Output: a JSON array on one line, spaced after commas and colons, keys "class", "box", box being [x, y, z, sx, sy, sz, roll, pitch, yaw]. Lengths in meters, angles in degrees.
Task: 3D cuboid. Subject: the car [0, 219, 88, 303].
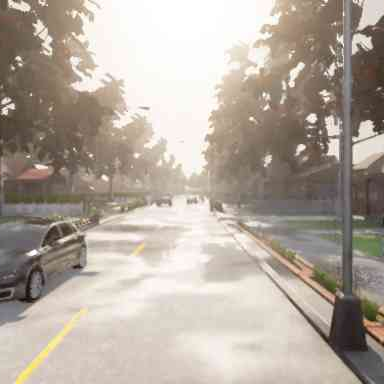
[{"class": "car", "box": [-4.067, 1.486, 8.247, 1.837, 1.490, 4.892, 0, 0, 0]}]

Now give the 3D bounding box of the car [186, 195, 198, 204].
[{"class": "car", "box": [-0.005, 1.424, 58.874, 1.994, 1.385, 4.181, 0, 0, 0]}]

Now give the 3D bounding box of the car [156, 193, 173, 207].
[{"class": "car", "box": [-4.059, 1.107, 49.634, 2.150, 2.045, 5.566, 0, 0, 0]}]

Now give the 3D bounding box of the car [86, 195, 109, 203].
[{"class": "car", "box": [-16.644, 1.193, 55.746, 5.357, 1.415, 2.033, 0, 0, 0]}]

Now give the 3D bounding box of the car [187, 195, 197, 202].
[{"class": "car", "box": [-0.006, 1.234, 68.910, 1.994, 1.385, 4.181, 0, 0, 0]}]
